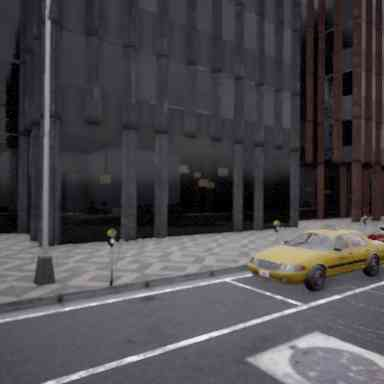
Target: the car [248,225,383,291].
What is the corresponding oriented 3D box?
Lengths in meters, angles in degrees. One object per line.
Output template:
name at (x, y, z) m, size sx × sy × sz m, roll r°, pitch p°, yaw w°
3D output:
car at (3.675, 1.634, 9.273) m, size 4.829 × 1.417 × 1.752 m, roll 1°, pitch -1°, yaw -36°
